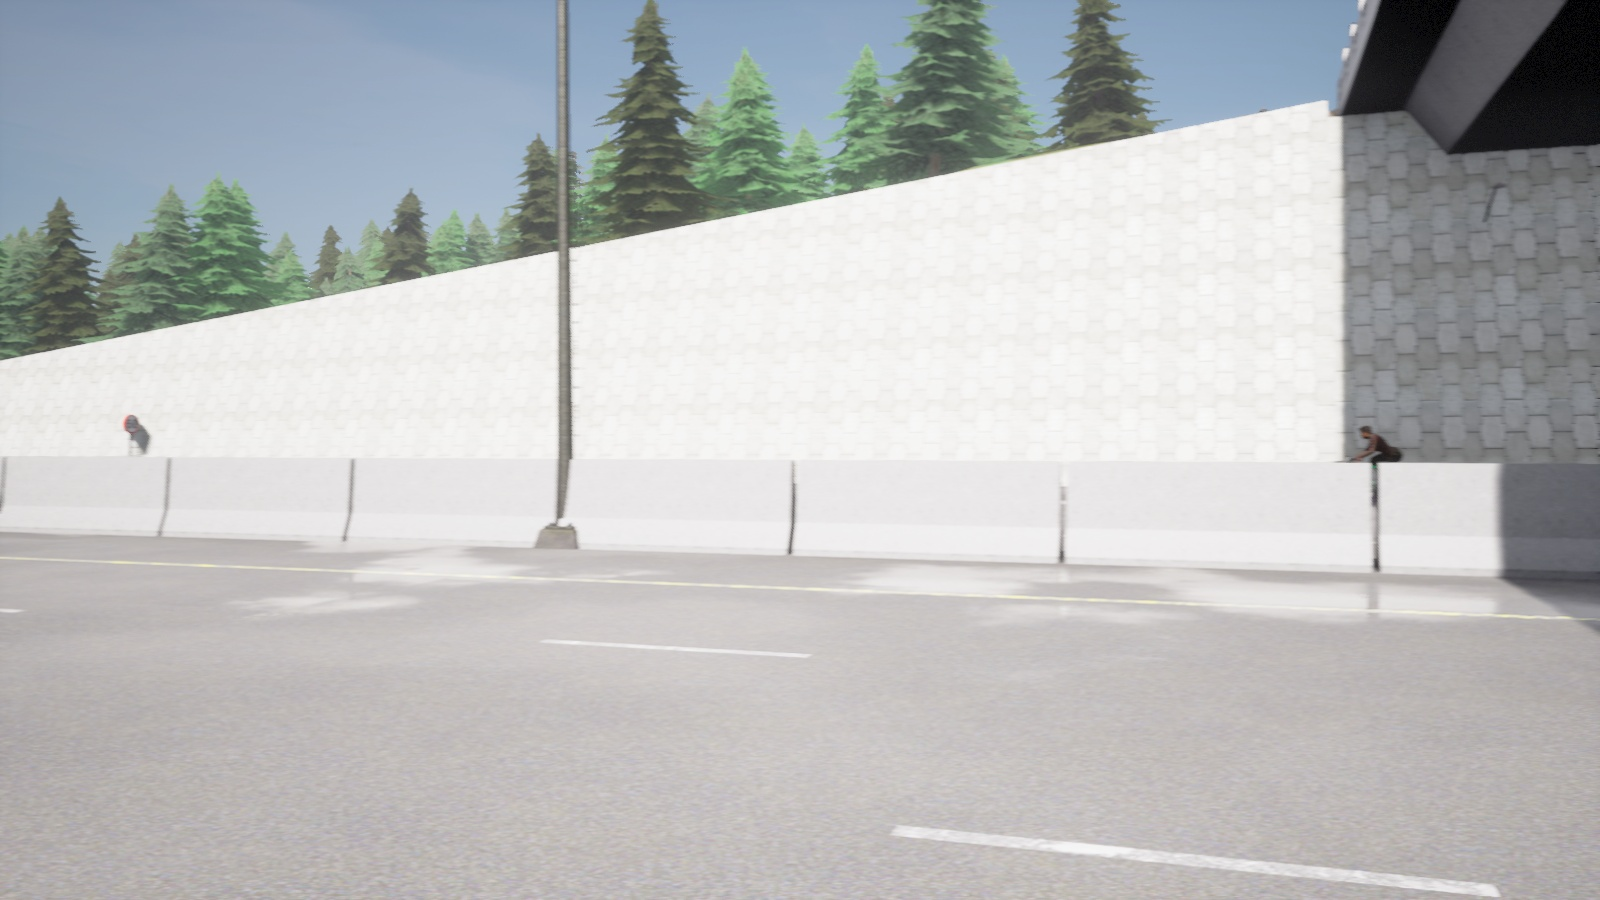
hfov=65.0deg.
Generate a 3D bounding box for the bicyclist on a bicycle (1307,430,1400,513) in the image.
[{"bbox_3d":[11.126,0.416,25.296,1.656,1.620,0.582,0,1,19],"label":"bicyclist on a bicycle"}]
